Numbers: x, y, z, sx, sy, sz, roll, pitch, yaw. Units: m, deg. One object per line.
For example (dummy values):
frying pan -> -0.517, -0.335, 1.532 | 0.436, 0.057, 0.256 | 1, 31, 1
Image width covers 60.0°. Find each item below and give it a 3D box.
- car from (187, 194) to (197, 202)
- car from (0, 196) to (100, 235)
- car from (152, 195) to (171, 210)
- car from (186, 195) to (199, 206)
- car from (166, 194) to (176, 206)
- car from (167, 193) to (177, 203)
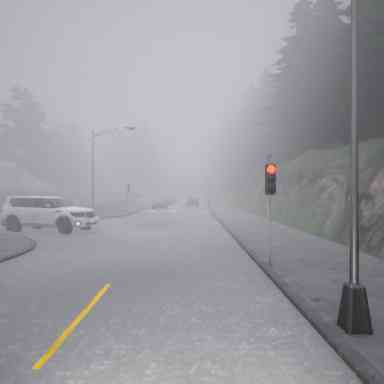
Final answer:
car -> -0.028, 1.354, 73.609 | 2.097, 1.767, 4.553 | 0, 0, 0
car -> -8.022, 1.223, 18.754 | 5.566, 2.045, 2.150 | 0, -1, 16
car -> -4.103, 1.526, 43.481 | 1.812, 1.442, 4.674 | 0, 0, 0
car -> 0.078, 1.477, 53.722 | 1.882, 1.535, 5.008 | 0, 0, 0
car -> -4.113, 1.477, 53.772 | 1.882, 1.535, 5.008 | 0, 0, 0
car -> -4.068, 1.221, 64.451 | 2.150, 2.045, 5.566 | 0, 0, 0
